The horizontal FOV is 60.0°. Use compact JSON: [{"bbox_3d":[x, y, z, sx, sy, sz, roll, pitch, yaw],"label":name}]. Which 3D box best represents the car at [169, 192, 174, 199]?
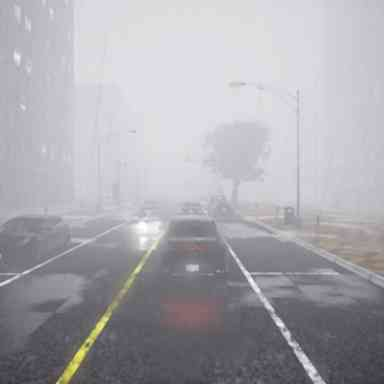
[{"bbox_3d":[-6.023,1.213,77.466,2.008,1.369,4.403,0,0,0],"label":"car"}]

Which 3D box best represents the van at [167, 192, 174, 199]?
[{"bbox_3d":[-6.095,0.949,94.063,1.690,1.788,3.998,0,0,0],"label":"van"}]

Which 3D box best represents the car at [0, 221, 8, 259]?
[{"bbox_3d":[-5.713,1.492,6.229,1.752,1.417,4.829,0,0,0],"label":"car"}]

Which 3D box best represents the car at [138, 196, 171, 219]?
[{"bbox_3d":[-3.202,1.359,27.256,2.128,1.511,4.902,0,0,0],"label":"car"}]

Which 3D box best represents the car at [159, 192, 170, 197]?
[{"bbox_3d":[-5.975,1.253,66.400,2.008,1.369,4.403,0,0,0],"label":"car"}]

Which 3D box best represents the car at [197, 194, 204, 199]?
[{"bbox_3d":[2.285,1.190,94.099,1.802,1.307,4.206,0,0,0],"label":"car"}]

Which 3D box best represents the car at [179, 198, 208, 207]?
[{"bbox_3d":[-0.043,1.421,26.032,2.033,1.411,5.357,0,0,0],"label":"car"}]

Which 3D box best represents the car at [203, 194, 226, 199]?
[{"bbox_3d":[2.547,1.153,34.048,2.192,1.841,5.009,0,0,0],"label":"car"}]

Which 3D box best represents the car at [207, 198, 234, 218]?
[{"bbox_3d":[2.571,1.428,28.526,1.947,1.339,4.313,0,0,0],"label":"car"}]

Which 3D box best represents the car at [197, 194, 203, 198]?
[{"bbox_3d":[2.405,1.247,66.436,1.887,1.381,4.507,0,0,0],"label":"car"}]

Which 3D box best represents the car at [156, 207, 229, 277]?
[{"bbox_3d":[0.019,1.455,10.042,1.837,1.490,4.892,0,1,0],"label":"car"}]

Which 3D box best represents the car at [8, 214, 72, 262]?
[{"bbox_3d":[-5.738,1.505,11.922,1.947,1.339,4.313,0,0,0],"label":"car"}]

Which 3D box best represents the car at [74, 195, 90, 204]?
[{"bbox_3d":[-16.627,1.120,46.947,4.403,1.369,2.008,1,-1,-1],"label":"car"}]

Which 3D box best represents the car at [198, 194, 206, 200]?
[{"bbox_3d":[2.356,1.188,77.671,1.752,1.417,4.829,0,0,0],"label":"car"}]
